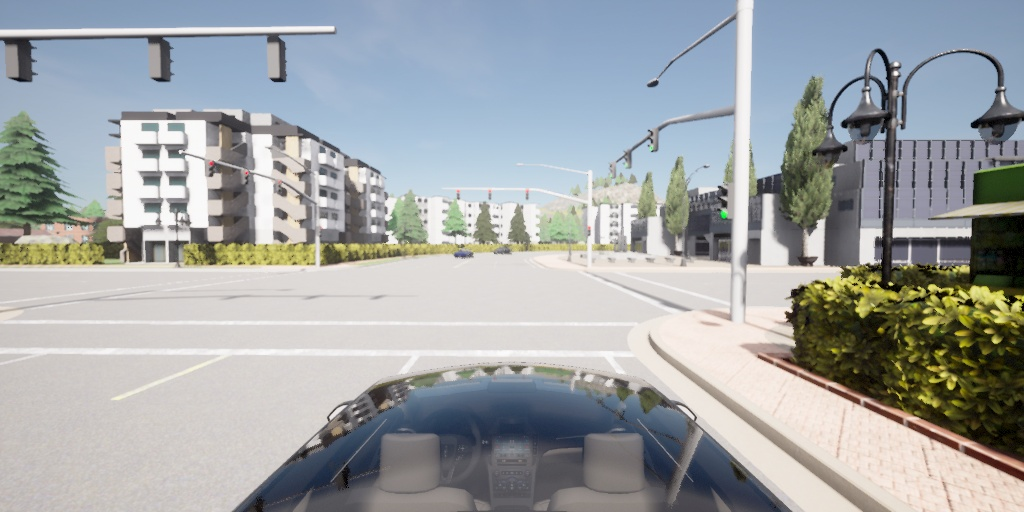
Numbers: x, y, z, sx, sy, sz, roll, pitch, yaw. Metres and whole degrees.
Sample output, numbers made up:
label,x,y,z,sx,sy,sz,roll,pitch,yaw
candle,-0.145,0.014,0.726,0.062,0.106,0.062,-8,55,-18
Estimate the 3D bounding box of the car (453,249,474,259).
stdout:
label,x,y,z,sx,sy,sz,roll,pitch,yaw
car,-6.750,-0.267,50.061,1.895,1.301,4.718,0,2,6
